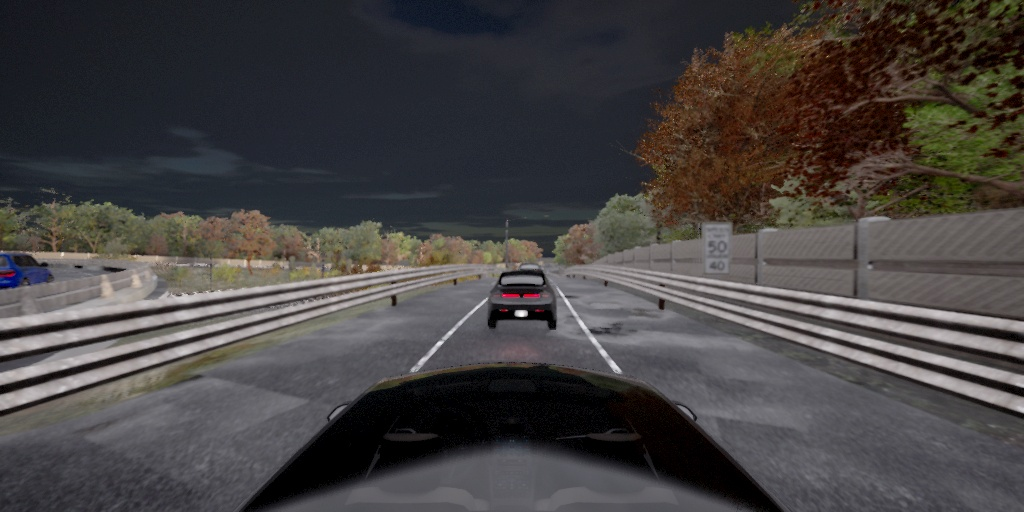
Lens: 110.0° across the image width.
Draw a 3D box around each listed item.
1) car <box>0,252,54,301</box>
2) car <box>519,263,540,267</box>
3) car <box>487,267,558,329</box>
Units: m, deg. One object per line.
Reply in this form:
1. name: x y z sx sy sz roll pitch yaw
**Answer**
1. car: -22.348 0.849 15.592 2.150 2.045 5.566 0 0 -41
2. car: 1.295 1.251 26.036 1.882 1.535 5.008 0 -1 4
3. car: 0.347 1.201 11.081 1.837 1.490 4.892 0 -1 3
